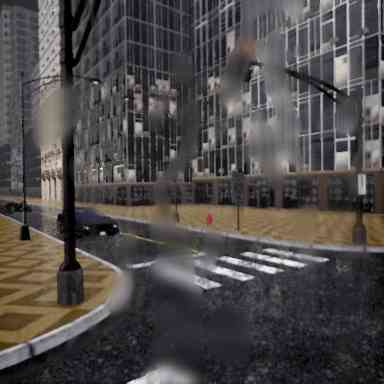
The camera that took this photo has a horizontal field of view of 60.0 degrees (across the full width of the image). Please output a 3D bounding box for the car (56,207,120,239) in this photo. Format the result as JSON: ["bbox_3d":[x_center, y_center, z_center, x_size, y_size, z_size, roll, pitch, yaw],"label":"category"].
[{"bbox_3d":[-5.670,1.517,17.506,2.033,1.411,5.357,-1,1,-36],"label":"car"}]

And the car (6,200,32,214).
[{"bbox_3d":[-18.194,1.515,34.917,1.994,1.385,4.181,-1,1,-36],"label":"car"}]
